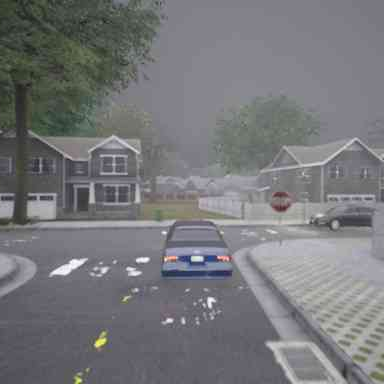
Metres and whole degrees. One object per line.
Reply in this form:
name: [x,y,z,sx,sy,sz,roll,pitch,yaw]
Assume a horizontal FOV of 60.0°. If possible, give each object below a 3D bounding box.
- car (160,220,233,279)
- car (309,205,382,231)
car: [0.041,1.572,10.088,2.033,1.411,5.357,0,0,-2]
car: [9.863,1.595,21.162,4.892,1.490,1.837,0,0,-12]
